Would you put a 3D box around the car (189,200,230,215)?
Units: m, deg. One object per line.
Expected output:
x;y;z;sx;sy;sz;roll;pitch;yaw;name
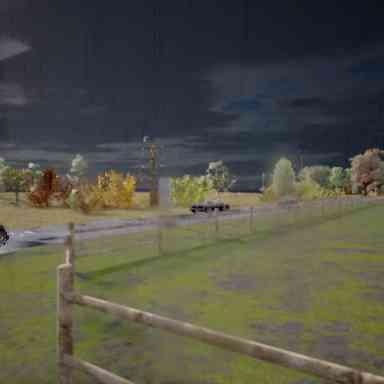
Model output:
1.769;1.458;32.598;1.895;1.301;4.718;0;0;36;car

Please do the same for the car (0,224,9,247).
-8.420;1.455;11.571;1.812;1.442;4.674;-1;0;1;car

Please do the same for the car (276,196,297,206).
14.116;1.358;49.531;1.837;1.490;4.892;0;0;36;car
